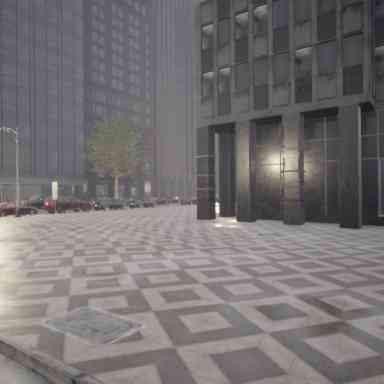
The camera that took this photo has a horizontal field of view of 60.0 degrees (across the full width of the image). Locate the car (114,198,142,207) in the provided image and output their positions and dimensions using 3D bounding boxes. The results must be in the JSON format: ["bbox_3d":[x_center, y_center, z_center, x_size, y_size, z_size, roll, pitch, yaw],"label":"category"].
[{"bbox_3d":[-10.214,1.614,53.283,1.802,1.307,4.206,-1,0,35],"label":"car"}]

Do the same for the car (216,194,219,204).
[{"bbox_3d":[3.209,1.222,57.700,2.192,1.841,5.009,-1,0,35],"label":"car"}]

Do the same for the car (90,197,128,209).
[{"bbox_3d":[-11.521,1.506,46.539,2.128,1.511,4.902,-1,0,35],"label":"car"}]

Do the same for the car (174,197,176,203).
[{"bbox_3d":[-3.794,1.575,62.557,1.947,1.339,4.313,-1,0,35],"label":"car"}]

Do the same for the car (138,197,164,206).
[{"bbox_3d":[-7.101,1.545,57.780,1.752,1.417,4.829,-1,0,35],"label":"car"}]

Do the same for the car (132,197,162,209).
[{"bbox_3d":[-6.418,1.510,43.790,1.947,1.339,4.313,-1,0,35],"label":"car"}]

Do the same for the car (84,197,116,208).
[{"bbox_3d":[-13.425,1.485,48.647,1.967,1.590,4.097,-1,0,35],"label":"car"}]

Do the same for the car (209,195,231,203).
[{"bbox_3d":[5.489,1.417,65.510,2.128,1.511,4.902,-1,0,35],"label":"car"}]

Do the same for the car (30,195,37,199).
[{"bbox_3d":[-17.241,1.265,38.304,2.150,2.045,5.566,-1,0,35],"label":"car"}]

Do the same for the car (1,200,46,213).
[{"bbox_3d":[-19.843,1.643,39.374,1.947,1.339,4.313,-1,0,35],"label":"car"}]

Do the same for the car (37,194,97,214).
[{"bbox_3d":[-12.839,1.291,34.520,2.192,1.841,5.009,-1,0,35],"label":"car"}]

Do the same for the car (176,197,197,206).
[{"bbox_3d":[0.001,1.463,53.063,1.887,1.381,4.507,-1,0,35],"label":"car"}]

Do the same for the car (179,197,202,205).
[{"bbox_3d":[-0.189,1.506,57.294,1.994,1.385,4.181,-1,0,34],"label":"car"}]

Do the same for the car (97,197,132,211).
[{"bbox_3d":[-9.627,1.525,39.155,1.947,1.339,4.313,-1,0,35],"label":"car"}]

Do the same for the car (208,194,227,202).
[{"bbox_3d":[5.835,1.296,76.468,2.192,1.841,5.009,-1,0,35],"label":"car"}]

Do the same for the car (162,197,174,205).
[{"bbox_3d":[-5.669,1.590,54.922,1.895,1.301,4.718,-1,0,35],"label":"car"}]

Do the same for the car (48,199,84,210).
[{"bbox_3d":[-16.634,1.643,44.010,1.802,1.307,4.206,-1,0,35],"label":"car"}]

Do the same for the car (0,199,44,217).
[{"bbox_3d":[-16.046,1.577,29.882,1.802,1.307,4.206,-1,0,35],"label":"car"}]
